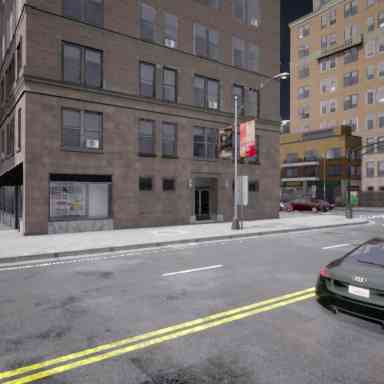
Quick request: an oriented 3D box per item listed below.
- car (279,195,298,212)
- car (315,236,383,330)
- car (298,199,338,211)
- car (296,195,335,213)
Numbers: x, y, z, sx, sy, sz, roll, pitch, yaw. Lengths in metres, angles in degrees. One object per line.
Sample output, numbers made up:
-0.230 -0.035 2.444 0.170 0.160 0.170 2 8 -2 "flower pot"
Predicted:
9.238 1.420 37.291 1.967 1.590 4.097 0 0 -35 "car"
4.311 1.564 6.493 4.181 1.385 1.994 0 0 -35 "car"
15.806 1.576 41.900 1.947 1.339 4.313 0 0 -35 "car"
12.698 1.468 36.773 1.882 1.535 5.008 0 0 -35 "car"
